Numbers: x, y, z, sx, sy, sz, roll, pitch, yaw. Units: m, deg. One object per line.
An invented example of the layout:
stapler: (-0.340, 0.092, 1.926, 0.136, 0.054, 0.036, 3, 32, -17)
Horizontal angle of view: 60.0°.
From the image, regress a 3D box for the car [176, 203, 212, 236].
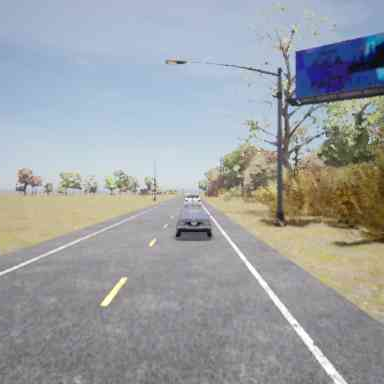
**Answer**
car: (0.098, 1.547, 18.305, 2.033, 1.411, 5.357, 0, 0, 0)

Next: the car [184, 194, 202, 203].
car: (0.096, 1.220, 43.002, 2.150, 2.045, 5.566, 0, 0, 0)
